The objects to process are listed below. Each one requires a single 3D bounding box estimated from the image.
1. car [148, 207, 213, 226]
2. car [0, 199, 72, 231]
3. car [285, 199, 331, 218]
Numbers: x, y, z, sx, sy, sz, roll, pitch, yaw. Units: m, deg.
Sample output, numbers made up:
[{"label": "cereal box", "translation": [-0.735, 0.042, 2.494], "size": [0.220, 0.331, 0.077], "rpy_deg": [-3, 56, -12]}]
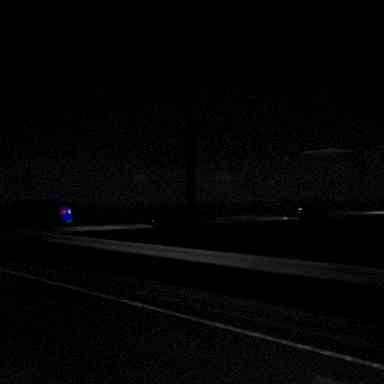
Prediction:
[{"label": "car", "translation": [-0.869, 1.777, 25.212], "size": [4.718, 1.301, 1.895], "rpy_deg": [0, 0, -25]}, {"label": "car", "translation": [-10.952, 1.473, 22.100], "size": [5.566, 2.045, 2.150], "rpy_deg": [0, 0, -8]}, {"label": "car", "translation": [11.036, 1.458, 31.613], "size": [4.553, 1.767, 2.097], "rpy_deg": [0, 0, -29]}]
